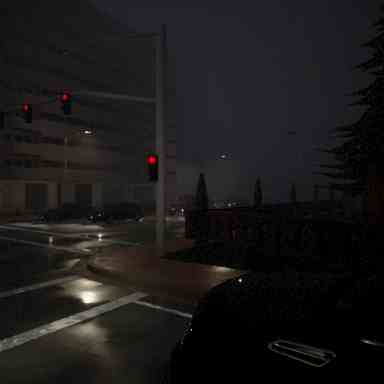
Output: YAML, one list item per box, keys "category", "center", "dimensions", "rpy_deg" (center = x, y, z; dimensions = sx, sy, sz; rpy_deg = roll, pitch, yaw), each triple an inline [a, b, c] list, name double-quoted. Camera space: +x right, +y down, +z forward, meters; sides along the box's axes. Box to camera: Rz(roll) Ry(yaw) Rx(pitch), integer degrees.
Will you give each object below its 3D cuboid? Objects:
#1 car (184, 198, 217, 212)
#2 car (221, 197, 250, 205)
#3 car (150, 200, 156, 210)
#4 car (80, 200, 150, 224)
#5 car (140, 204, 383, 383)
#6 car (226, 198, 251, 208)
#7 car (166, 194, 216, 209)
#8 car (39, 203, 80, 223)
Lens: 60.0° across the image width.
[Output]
- category: "car"
  center: [1.151, 1.561, 41.649]
  dimensions: [1.837, 1.490, 4.892]
  rpy_deg: [0, 0, 35]
- category: "car"
  center: [5.461, 1.407, 41.709]
  dimensions: [2.097, 1.767, 4.553]
  rpy_deg: [0, 0, 35]
- category: "car"
  center: [-4.399, 1.581, 33.657]
  dimensions: [1.812, 1.442, 4.674]
  rpy_deg: [0, 0, 35]
- category: "car"
  center: [-5.754, 1.560, 25.595]
  dimensions: [1.837, 1.490, 4.892]
  rpy_deg: [0, 0, 35]
- category: "car"
  center: [2.426, 1.221, 2.130]
  dimensions: [5.566, 2.045, 2.150]
  rpy_deg: [0, 0, 37]
- category: "car"
  center: [7.072, 1.619, 50.106]
  dimensions: [1.994, 1.385, 4.181]
  rpy_deg: [0, 0, 35]
- category: "car"
  center: [-0.198, 1.277, 33.590]
  dimensions: [2.150, 2.045, 5.566]
  rpy_deg: [0, 0, 35]
- category: "car"
  center: [-9.605, 1.581, 26.186]
  dimensions: [1.812, 1.442, 4.674]
  rpy_deg: [0, 0, 35]
